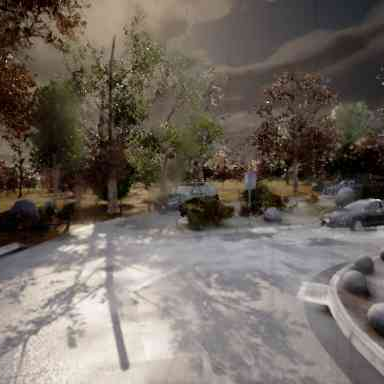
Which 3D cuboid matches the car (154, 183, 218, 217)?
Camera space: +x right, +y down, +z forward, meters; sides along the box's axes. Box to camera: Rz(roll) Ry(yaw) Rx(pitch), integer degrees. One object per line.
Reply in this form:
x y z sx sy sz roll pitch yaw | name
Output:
-0.231 0.454 23.261 2.150 2.045 5.566 1 4 35 | car

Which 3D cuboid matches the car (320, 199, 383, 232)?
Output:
8.845 1.134 17.011 4.892 1.490 1.837 -1 0 -20 | car

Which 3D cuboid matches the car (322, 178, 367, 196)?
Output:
14.545 -0.513 31.002 4.674 1.442 1.812 -4 1 -3 | car
